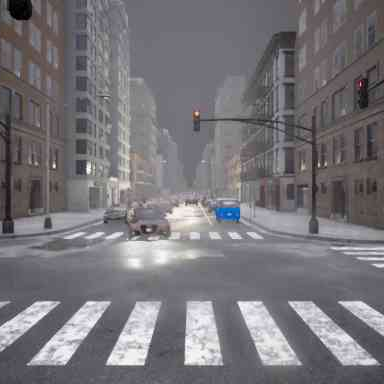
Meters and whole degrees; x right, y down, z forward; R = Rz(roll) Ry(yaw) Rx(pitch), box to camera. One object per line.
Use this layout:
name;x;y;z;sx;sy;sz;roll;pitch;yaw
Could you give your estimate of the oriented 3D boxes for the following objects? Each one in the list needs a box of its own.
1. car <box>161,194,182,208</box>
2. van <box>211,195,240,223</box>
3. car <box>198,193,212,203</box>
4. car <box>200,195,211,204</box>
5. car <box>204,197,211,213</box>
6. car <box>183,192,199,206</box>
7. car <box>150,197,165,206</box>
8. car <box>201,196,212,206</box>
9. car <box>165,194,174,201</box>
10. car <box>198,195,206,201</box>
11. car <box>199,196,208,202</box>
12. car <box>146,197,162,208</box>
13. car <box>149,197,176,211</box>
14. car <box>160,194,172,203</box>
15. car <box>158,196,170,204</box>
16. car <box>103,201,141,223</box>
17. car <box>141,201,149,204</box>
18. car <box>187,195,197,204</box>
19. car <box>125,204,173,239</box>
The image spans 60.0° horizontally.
car;-2.858;1.487;47.419;2.128;1.511;4.902;0;0;0
van;2.610;1.340;25.040;1.690;1.788;3.998;0;0;0
car;2.581;1.305;53.446;2.192;1.841;5.009;0;0;0
car;2.569;1.422;64.809;1.967;1.590;4.097;0;0;0
car;2.598;1.580;36.402;1.802;1.307;4.206;0;0;0
car;-0.059;1.341;55.136;2.097;1.767;4.553;0;0;0
car;-5.444;1.556;53.432;1.947;1.339;4.313;0;0;0
car;2.586;1.576;47.765;1.802;1.307;4.206;0;0;0
car;-5.474;1.410;81.841;1.967;1.590;4.097;0;0;0
car;2.545;1.531;87.534;1.947;1.339;4.313;0;0;0
car;2.557;1.525;76.171;2.008;1.369;4.403;0;0;0
car;-5.439;1.520;47.580;1.752;1.417;4.829;0;0;0
car;-2.871;1.524;33.777;1.812;1.442;4.674;0;0;0
car;-5.462;1.293;70.477;2.192;1.841;5.009;0;0;0
car;-5.456;1.548;64.796;1.947;1.339;4.313;0;0;0
car;-5.415;1.550;25.023;2.008;1.369;4.403;0;0;0
car;-5.421;1.543;30.704;1.887;1.381;4.507;0;0;0
car;-0.069;1.460;65.168;1.882;1.535;5.008;0;0;0
car;-2.314;1.560;17.279;1.994;1.385;4.181;0;0;-10
